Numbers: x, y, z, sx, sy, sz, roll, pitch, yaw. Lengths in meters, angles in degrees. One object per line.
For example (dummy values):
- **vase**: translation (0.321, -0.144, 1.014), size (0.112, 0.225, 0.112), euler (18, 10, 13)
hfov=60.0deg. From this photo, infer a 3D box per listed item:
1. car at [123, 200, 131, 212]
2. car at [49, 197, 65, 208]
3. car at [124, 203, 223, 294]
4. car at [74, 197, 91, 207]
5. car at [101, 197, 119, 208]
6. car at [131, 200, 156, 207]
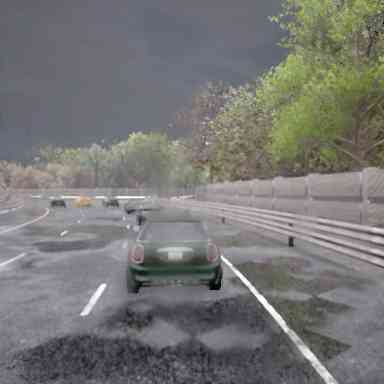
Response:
- **car**: translation (-6.272, 1.584, 35.926), size (1.994, 1.385, 4.181), euler (0, 0, -17)
- **car**: translation (-20.505, 1.516, 50.454), size (1.882, 1.535, 5.008), euler (0, 0, -29)
- **car**: translation (-0.558, 1.355, 9.073), size (2.097, 1.767, 4.553), euler (0, 0, -6)
- **car**: translation (-16.806, 1.512, 50.961), size (1.882, 1.535, 5.008), euler (0, 0, -28)
- **car**: translation (-12.353, 1.534, 50.001), size (1.837, 1.490, 4.892), euler (0, 0, -26)
- **car**: translation (-3.098, 1.504, 24.234), size (2.128, 1.511, 4.902), euler (0, 0, -13)
